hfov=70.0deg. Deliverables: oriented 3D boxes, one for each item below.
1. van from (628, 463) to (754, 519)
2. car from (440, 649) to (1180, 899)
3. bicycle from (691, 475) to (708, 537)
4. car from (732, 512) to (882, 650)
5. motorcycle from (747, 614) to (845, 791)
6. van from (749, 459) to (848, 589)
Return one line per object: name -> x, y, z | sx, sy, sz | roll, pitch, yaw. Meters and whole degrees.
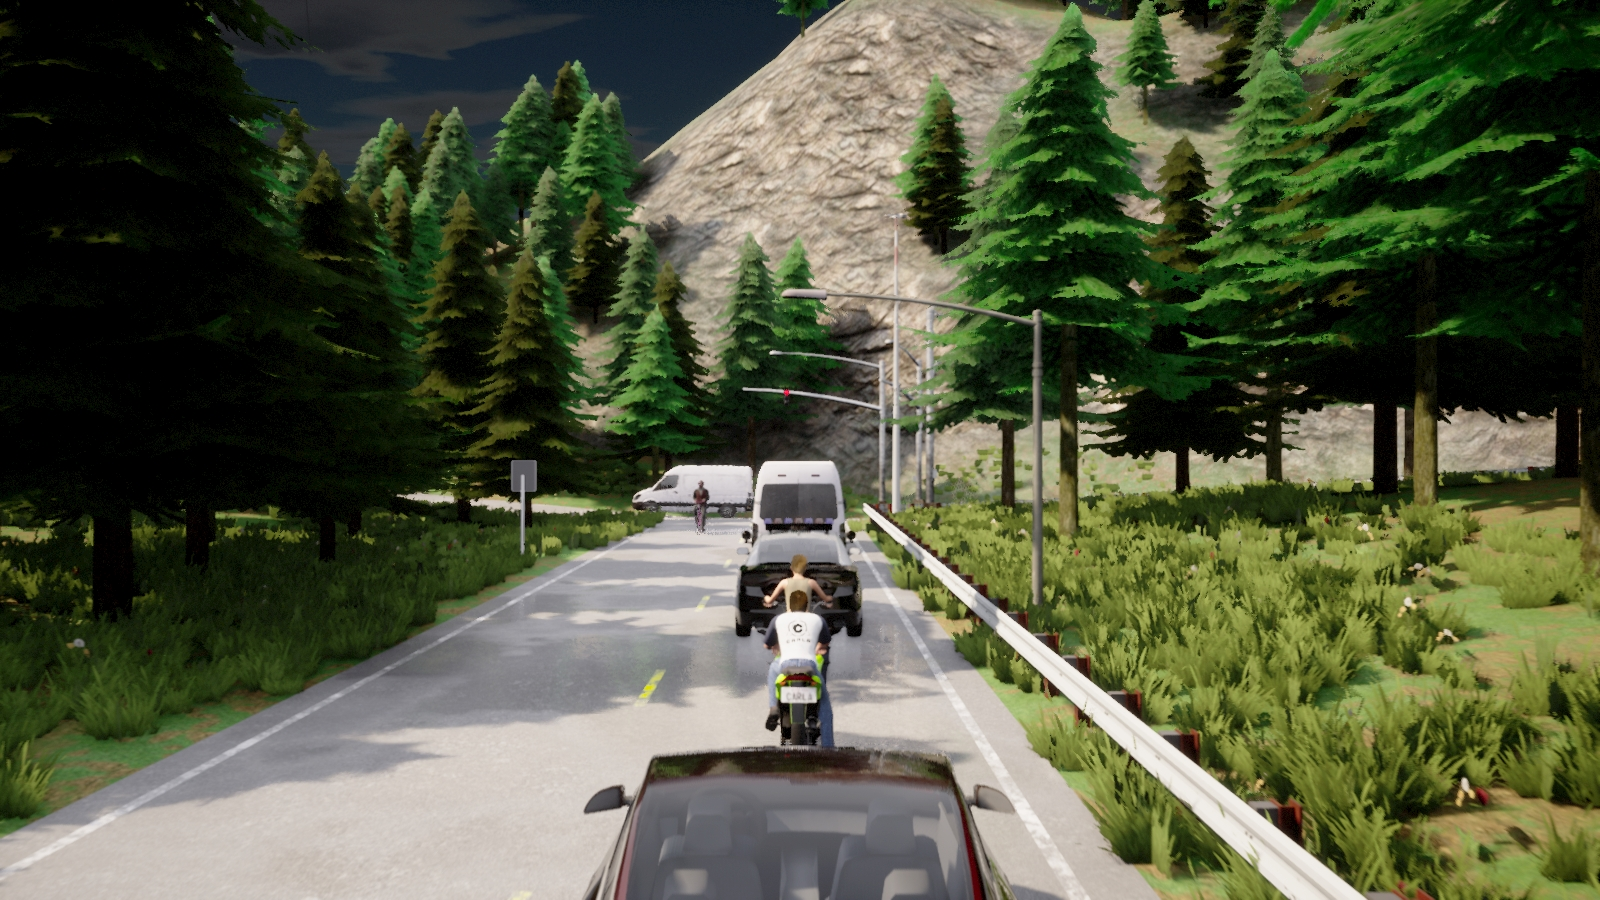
van -> -5.287, 2.030, 56.022 | 5.915, 2.561, 1.988 | 2, -3, -1
car -> 0.027, 2.060, 5.137 | 2.163, 1.488, 4.792 | 0, 0, 0
bicycle -> -3.298, 1.818, 37.570 | 0.329, 1.919, 1.835 | 0, 0, 2
car -> 0.090, 1.973, 18.558 | 2.097, 1.638, 5.238 | 0, 0, 0
motorcycle -> -0.033, 2.208, 10.345 | 0.803, 1.145, 2.033 | 0, 0, 0
van -> -0.039, 1.522, 25.976 | 1.988, 2.561, 5.915 | 0, 0, 0
